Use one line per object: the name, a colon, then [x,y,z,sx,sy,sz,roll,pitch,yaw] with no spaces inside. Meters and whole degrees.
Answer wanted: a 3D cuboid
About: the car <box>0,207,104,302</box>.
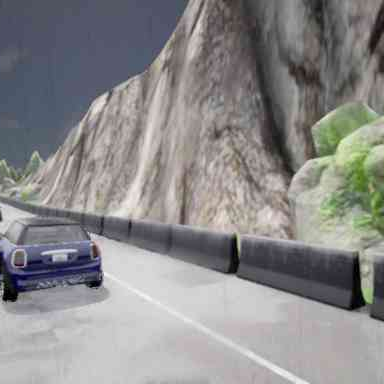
car: [-4.059,1.452,8.961,2.097,1.767,4.553,1,-1,-34]
